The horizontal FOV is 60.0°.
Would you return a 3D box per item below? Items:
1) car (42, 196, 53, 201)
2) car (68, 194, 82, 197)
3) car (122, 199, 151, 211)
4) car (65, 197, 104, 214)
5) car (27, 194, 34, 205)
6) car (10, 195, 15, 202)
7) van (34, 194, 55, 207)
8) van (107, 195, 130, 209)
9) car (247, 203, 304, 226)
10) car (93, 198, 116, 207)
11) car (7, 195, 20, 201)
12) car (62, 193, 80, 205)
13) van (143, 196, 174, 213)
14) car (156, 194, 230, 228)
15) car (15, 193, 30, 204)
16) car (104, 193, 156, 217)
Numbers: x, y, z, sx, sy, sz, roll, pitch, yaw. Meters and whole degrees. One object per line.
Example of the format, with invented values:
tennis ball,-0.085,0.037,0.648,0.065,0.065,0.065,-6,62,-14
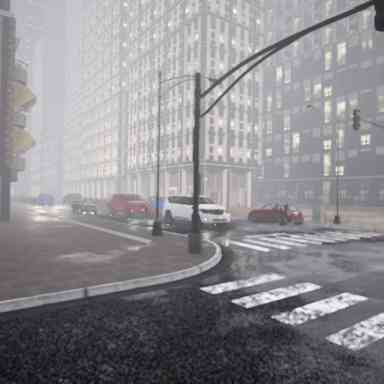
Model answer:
car,-36.466,1.581,83.956,1.802,1.307,4.206,1,-1,-35
car,-13.528,1.416,41.474,2.128,1.511,4.902,1,-1,-35
car,-7.142,1.596,42.429,2.008,1.369,4.403,2,-1,-35
car,-10.728,1.433,32.982,2.008,1.369,4.403,2,-1,-35
car,-23.761,1.438,51.438,1.802,1.307,4.206,1,-1,-35
car,-36.794,1.403,69.895,1.947,1.339,4.313,1,-1,-35
van,-20.499,1.203,46.826,1.690,1.788,3.998,2,-1,-35
van,-10.396,1.379,47.045,1.690,1.788,3.998,2,-1,-35
car,5.893,1.516,23.973,1.967,1.590,4.097,2,-1,-35
car,-13.659,1.598,51.657,1.947,1.339,4.313,1,-1,-35
car,-40.051,1.384,74.509,2.008,1.369,4.403,1,-1,-35
car,-20.288,1.191,56.395,2.150,2.045,5.566,1,-1,-35
van,-3.880,1.393,37.817,1.690,1.788,3.998,2,-1,-35
car,0.108,1.178,22.135,2.150,2.045,5.566,1,-1,-35
car,-30.273,1.161,60.669,2.192,1.841,5.009,1,-1,-35
car,-5.666,1.157,30.317,2.150,2.045,5.566,1,0,-35
